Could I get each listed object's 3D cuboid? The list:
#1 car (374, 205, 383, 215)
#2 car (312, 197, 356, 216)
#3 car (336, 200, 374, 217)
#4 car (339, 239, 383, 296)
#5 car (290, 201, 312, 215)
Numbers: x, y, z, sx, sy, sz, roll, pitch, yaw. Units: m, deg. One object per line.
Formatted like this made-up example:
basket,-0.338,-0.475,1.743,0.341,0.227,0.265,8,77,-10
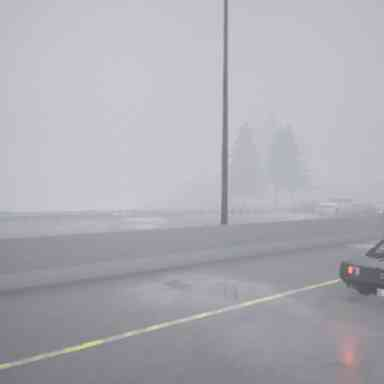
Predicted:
car,19.081,1.682,30.463,4.553,1.767,2.097,1,0,-35
car,16.241,1.565,37.028,5.566,2.045,2.150,1,0,-35
car,16.912,1.835,33.211,4.892,1.490,1.837,1,-1,-35
car,5.537,1.689,7.694,4.718,1.301,1.895,1,0,-35
car,13.727,1.846,39.530,4.892,1.490,1.837,1,-1,-35
